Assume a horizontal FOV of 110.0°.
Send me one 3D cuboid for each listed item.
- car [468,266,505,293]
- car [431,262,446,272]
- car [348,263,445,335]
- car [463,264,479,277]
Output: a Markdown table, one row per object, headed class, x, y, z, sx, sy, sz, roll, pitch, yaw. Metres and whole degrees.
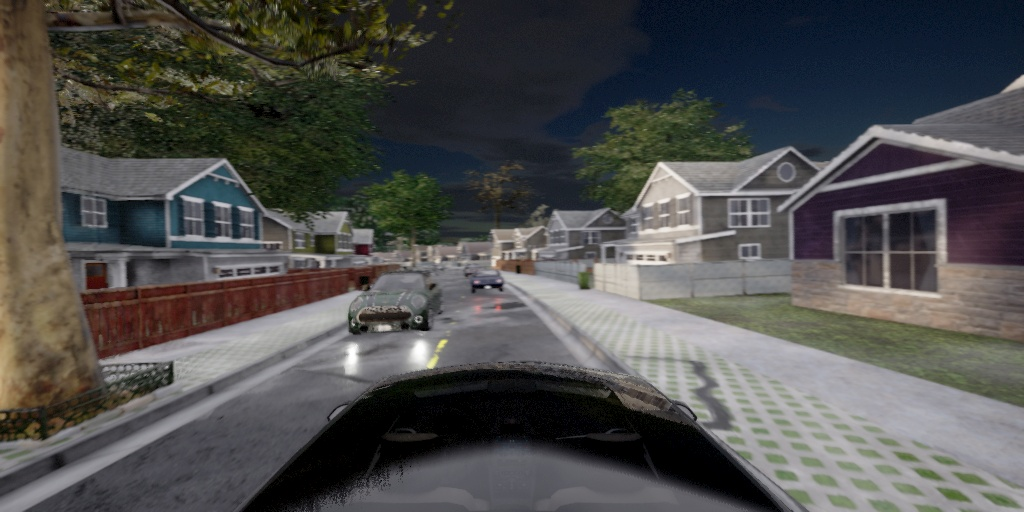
| class | x | y | z | sx | sy | sz | roll | pitch | yaw |
| --- | --- | --- | --- | --- | --- | --- | --- | --- | --- |
| car | -1.591 | 1.471 | 22.215 | 1.895 | 1.301 | 4.718 | -2 | 0 | -7 |
| car | -12.826 | 1.882 | 62.330 | 2.128 | 1.511 | 4.902 | -2 | 0 | -17 |
| car | -3.416 | 1.245 | 11.294 | 2.097 | 1.767 | 4.553 | -2 | 0 | -5 |
| car | -4.388 | 1.569 | 40.014 | 2.033 | 1.411 | 5.357 | -2 | 0 | -11 |
